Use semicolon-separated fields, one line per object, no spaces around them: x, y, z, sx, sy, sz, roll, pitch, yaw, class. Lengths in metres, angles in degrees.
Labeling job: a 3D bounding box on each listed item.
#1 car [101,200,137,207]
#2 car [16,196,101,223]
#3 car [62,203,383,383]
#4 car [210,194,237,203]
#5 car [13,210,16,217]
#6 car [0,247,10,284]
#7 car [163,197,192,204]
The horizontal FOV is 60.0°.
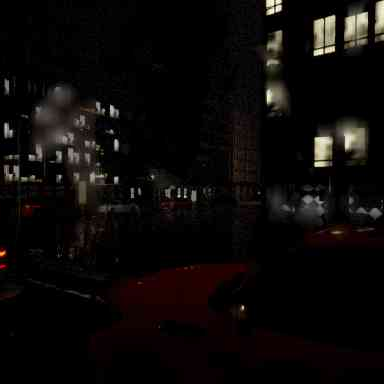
-7.794;1.619;35.478;1.812;1.442;4.674;1;0;37;car
-10.442;1.303;26.462;2.150;2.045;5.566;1;0;36;car
1.650;1.221;2.509;5.566;2.045;2.150;0;0;35;car
5.009;1.403;52.610;2.150;2.045;5.566;1;1;37;car
-12.938;1.617;28.544;1.994;1.385;4.181;1;0;37;car
-6.253;1.522;8.125;4.674;1.442;1.812;0;0;35;car
-1.916;1.490;43.371;2.097;1.767;4.553;1;0;37;car
